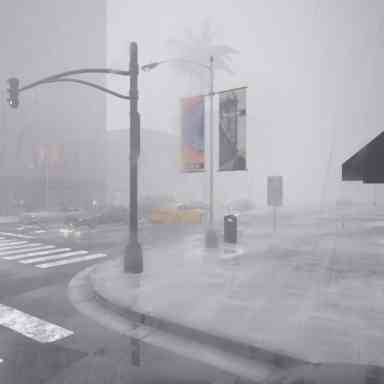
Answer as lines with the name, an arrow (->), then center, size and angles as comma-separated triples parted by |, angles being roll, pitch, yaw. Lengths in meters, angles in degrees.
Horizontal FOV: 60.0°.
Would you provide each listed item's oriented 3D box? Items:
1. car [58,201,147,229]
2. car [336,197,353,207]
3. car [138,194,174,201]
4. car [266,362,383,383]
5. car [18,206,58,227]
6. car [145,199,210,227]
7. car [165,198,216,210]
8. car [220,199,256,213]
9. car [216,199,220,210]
car -> -5.798, 1.568, 22.310 | 2.033, 1.411, 5.357 | 0, 0, 35
car -> 24.807, 1.619, 54.013 | 2.128, 1.511, 4.902 | 0, 0, 35
car -> -3.679, 1.252, 30.944 | 2.150, 2.045, 5.566 | 0, 0, 35
car -> 2.202, 1.551, 1.275 | 4.403, 1.369, 2.008 | 0, 0, 36
car -> -9.318, 1.615, 22.973 | 1.895, 1.301, 4.718 | 0, 0, 35
car -> -0.888, 1.508, 23.298 | 1.882, 1.535, 5.008 | 0, 0, 35
car -> -0.129, 1.515, 30.333 | 1.882, 1.535, 5.008 | 0, 0, 35
car -> 5.710, 1.549, 38.583 | 2.128, 1.511, 4.902 | 0, 0, 35
car -> 2.247, 1.528, 39.311 | 1.882, 1.535, 5.008 | 0, 0, 35
